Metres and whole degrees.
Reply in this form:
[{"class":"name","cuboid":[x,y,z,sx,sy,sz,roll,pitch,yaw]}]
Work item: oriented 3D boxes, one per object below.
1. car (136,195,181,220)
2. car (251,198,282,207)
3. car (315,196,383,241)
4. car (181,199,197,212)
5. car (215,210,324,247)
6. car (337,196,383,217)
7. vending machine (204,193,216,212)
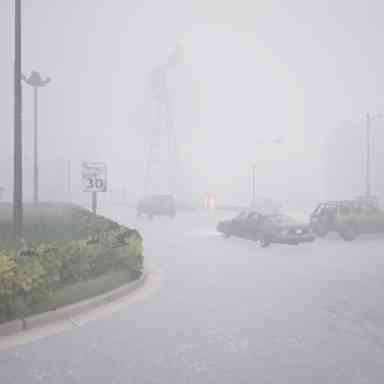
[{"class":"car","cuboid":[-3.192,1.257,28.711,2.150,2.045,5.566,0,0,-25]},{"class":"car","cuboid":[9.684,1.504,43.263,4.193,1.474,1.816,0,0,-24]},{"class":"car","cuboid":[8.029,1.309,16.457,4.605,1.855,1.932,0,0,-24]},{"class":"car","cuboid":[-1.511,1.519,36.813,3.905,1.438,1.784,0,0,-24]},{"class":"car","cuboid":[3.050,1.563,15.039,2.033,1.411,5.357,0,0,-25]},{"class":"car","cuboid":[15.825,1.312,31.247,3.866,1.878,1.905,0,0,-24]},{"class":"vending machine","cuboid":[2.087,1.194,38.222,1.100,2.100,0.880,0,0,-25]}]
